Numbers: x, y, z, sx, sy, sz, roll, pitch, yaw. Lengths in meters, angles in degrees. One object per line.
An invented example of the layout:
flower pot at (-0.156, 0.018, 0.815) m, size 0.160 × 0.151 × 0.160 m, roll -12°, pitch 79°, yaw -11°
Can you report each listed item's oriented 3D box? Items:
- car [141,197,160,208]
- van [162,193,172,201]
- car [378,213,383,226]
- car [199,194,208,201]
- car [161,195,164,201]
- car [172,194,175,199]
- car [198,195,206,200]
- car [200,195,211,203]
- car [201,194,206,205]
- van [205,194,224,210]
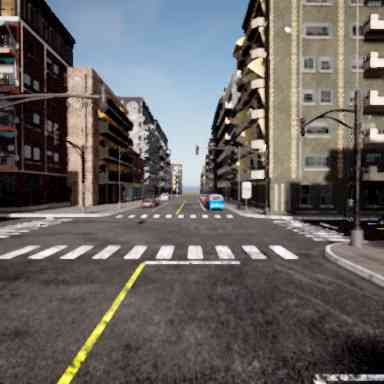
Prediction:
car at (-5.843, 1.436, 44.966) m, size 1.802 × 1.307 × 4.206 m, roll -1°, pitch 0°, yaw 0°
van at (-5.848, 1.158, 72.580) m, size 1.690 × 1.788 × 3.998 m, roll -1°, pitch 0°, yaw 0°
car at (13.365, 1.619, 19.337) m, size 4.674 × 1.442 × 1.812 m, roll 1°, pitch 1°, yaw 0°
car at (2.726, 1.254, 78.042) m, size 1.967 × 1.590 × 4.097 m, roll -1°, pitch 0°, yaw 0°
car at (-5.844, 1.409, 50.488) m, size 1.947 × 1.339 × 4.313 m, roll -1°, pitch 0°, yaw 0°
car at (-5.743, 1.355, 94.672) m, size 1.887 × 1.381 × 4.507 m, roll -1°, pitch 0°, yaw 0°
car at (2.750, 1.376, 89.087) m, size 1.947 × 1.339 × 4.313 m, roll -1°, pitch 0°, yaw 0°
car at (2.680, 1.367, 66.999) m, size 1.887 × 1.381 × 4.507 m, roll -1°, pitch 0°, yaw 0°
car at (2.720, 1.169, 44.916) m, size 2.192 × 1.841 × 5.009 m, roll -1°, pitch 0°, yaw 0°
van at (2.809, 1.208, 39.419) m, size 1.690 × 1.788 × 3.998 m, roll -1°, pitch 0°, yaw 0°
